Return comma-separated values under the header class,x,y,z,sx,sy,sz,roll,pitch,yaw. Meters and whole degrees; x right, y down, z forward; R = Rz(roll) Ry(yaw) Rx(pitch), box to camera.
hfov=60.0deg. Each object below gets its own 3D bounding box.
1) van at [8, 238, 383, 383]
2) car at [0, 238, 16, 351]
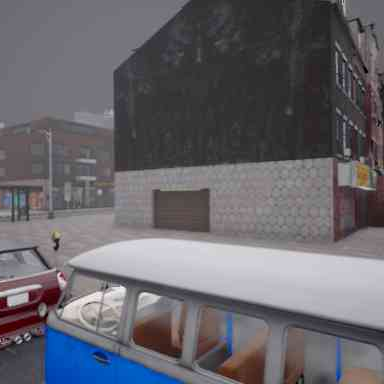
class,x,y,z,sx,sy,sz,roll,pitch,yaw
van,0.542,1.345,2.429,3.998,1.788,1.690,0,-1,35
car,-3.902,1.469,5.562,4.097,1.590,1.967,0,-1,35
